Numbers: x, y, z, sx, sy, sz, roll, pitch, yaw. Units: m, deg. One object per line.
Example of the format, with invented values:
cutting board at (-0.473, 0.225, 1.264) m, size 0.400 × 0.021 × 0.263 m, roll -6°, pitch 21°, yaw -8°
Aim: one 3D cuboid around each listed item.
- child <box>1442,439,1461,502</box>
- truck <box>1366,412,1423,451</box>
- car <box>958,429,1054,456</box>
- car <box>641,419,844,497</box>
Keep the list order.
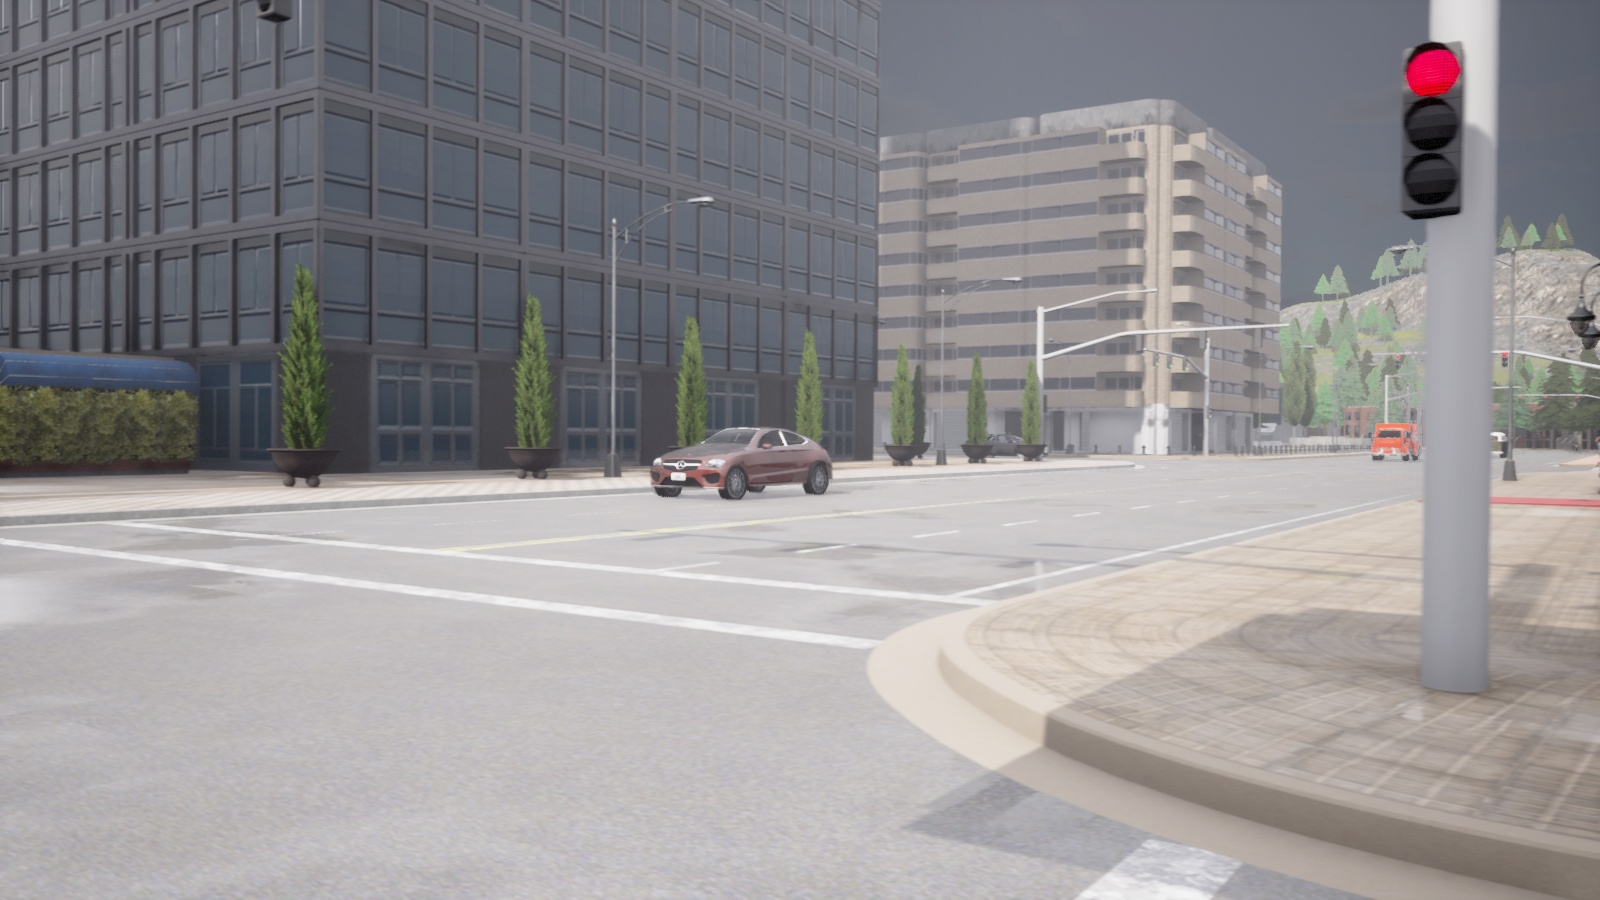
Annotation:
child at (11.649, 0.360, 22.461) m, size 0.255 × 1.110 × 0.394 m, roll 0°, pitch 1°, yaw 35°
truck at (39.061, -1.225, 82.421) m, size 2.627 × 2.467 × 5.204 m, roll 0°, pitch 1°, yaw 34°
car at (11.676, -0.421, 71.227) m, size 4.902 × 1.511 × 2.128 m, roll 0°, pitch 1°, yaw 34°
car at (-1.220, 0.135, 29.330) m, size 2.152 × 1.651 × 5.027 m, roll 0°, pitch 1°, yaw 34°
